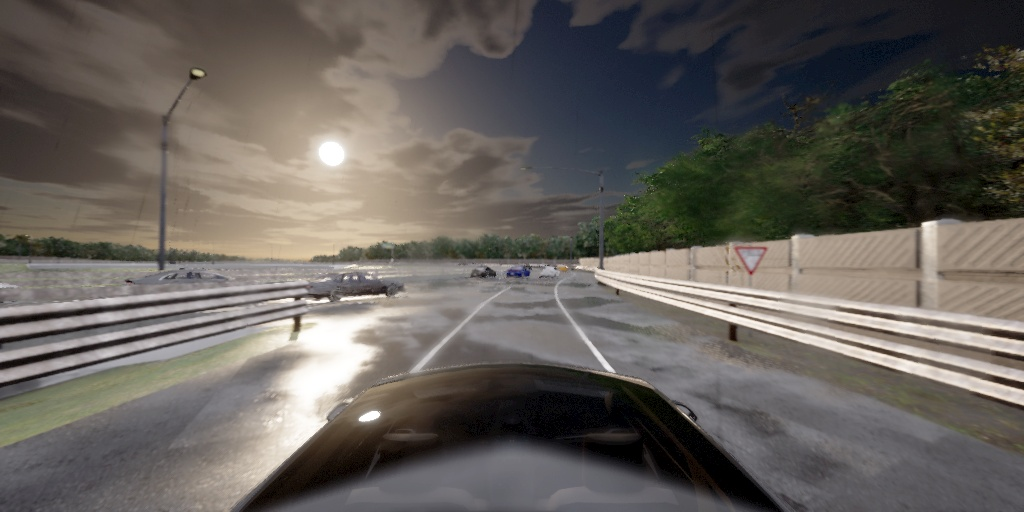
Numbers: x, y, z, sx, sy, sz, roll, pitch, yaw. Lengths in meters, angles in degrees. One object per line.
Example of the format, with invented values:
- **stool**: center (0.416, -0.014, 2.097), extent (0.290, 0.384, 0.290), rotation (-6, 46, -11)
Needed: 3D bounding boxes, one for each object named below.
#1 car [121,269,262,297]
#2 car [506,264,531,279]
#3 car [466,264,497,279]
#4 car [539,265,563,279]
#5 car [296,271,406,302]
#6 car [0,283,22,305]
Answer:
- **car**: center (-14.054, 1.346, 16.143), extent (2.128, 1.511, 4.902), rotation (0, -1, 36)
- **car**: center (0.864, 1.961, 44.277), extent (1.882, 1.535, 5.008), rotation (0, -1, 19)
- **car**: center (-3.387, 1.950, 42.819), extent (1.812, 1.442, 4.674), rotation (0, -1, 21)
- **car**: center (4.783, 2.054, 45.005), extent (1.812, 1.442, 4.674), rotation (0, -1, 17)
- **car**: center (-8.103, 1.491, 18.332), extent (2.033, 1.411, 5.357), rotation (0, -1, 37)
- **car**: center (-21.188, 1.251, 12.666), extent (1.812, 1.442, 4.674), rotation (0, -1, 40)
